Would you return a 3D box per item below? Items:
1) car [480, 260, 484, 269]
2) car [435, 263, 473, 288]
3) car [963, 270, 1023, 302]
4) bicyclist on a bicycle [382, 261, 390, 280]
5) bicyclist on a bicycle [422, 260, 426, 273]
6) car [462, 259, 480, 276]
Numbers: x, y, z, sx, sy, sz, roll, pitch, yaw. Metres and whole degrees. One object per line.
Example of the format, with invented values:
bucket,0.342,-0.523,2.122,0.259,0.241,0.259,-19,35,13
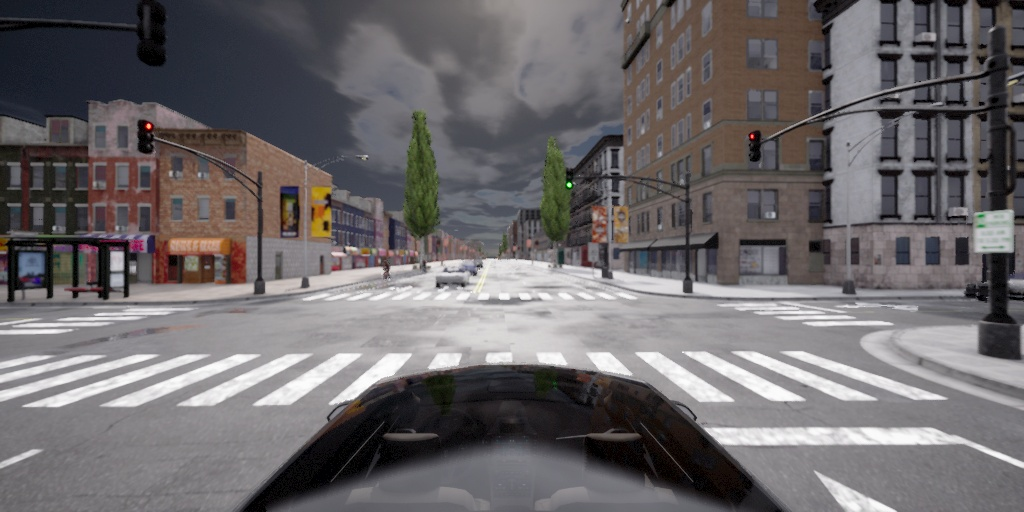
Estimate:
car,-5.713,1.322,59.528,1.837,1.490,4.892,0,0,-3
car,-3.931,1.365,24.208,1.895,1.301,4.718,0,0,-3
car,21.918,1.260,14.622,5.357,1.411,2.033,0,0,-3
bicyclist on a bicycle,-10.262,1.224,29.352,0.582,1.620,1.656,0,0,-1
bicyclist on a bicycle,-10.533,1.241,42.943,0.582,1.620,1.656,0,0,-1
car,-4.631,1.307,37.692,1.812,1.442,4.674,0,0,-3
